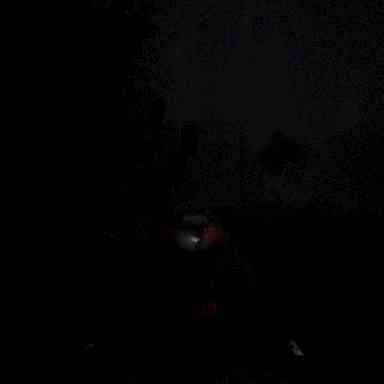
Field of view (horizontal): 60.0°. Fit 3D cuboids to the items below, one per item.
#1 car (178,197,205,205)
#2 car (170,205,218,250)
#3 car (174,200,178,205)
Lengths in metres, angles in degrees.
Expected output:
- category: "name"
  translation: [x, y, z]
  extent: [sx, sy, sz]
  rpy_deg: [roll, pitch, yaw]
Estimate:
- category: "car"
  translation: [0.143, 1.428, 30.341]
  extent: [2.128, 1.511, 4.902]
  rpy_deg: [0, 0, 1]
- category: "car"
  translation: [0.072, 1.544, 14.338]
  extent: [1.812, 1.442, 4.674]
  rpy_deg: [-1, 0, 0]
- category: "car"
  translation: [-1.068, 1.382, 48.500]
  extent: [2.033, 1.411, 5.357]
  rpy_deg: [0, 0, 12]
